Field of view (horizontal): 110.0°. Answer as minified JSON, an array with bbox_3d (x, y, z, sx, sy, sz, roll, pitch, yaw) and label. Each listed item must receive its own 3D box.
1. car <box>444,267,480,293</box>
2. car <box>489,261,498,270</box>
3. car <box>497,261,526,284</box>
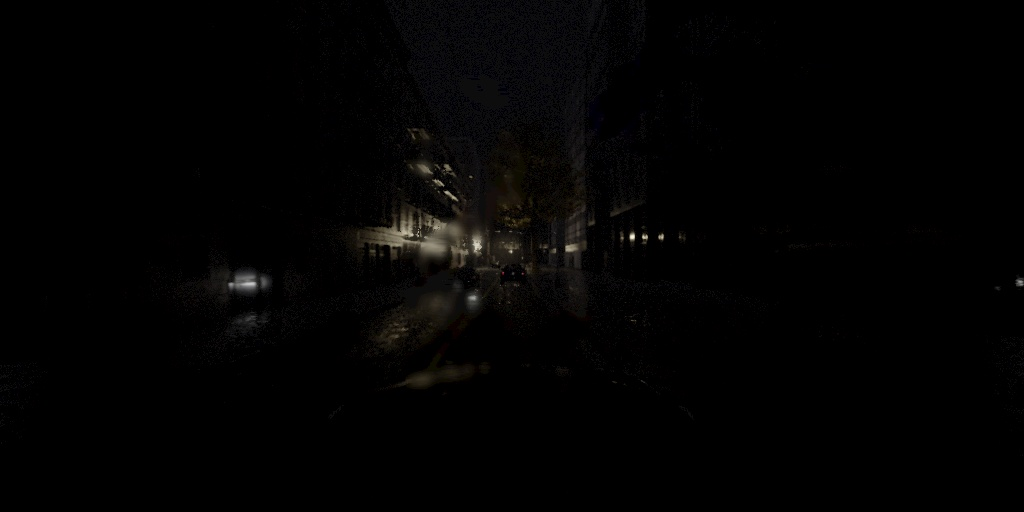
[{"bbox_3d":[-3.101,1.495,22.898,1.837,1.490,4.892,0,-1,0],"label":"car"},{"bbox_3d":[-3.004,1.638,64.480,2.128,1.511,4.902,0,0,0],"label":"car"},{"bbox_3d":[0.095,1.428,30.686,2.097,1.767,4.553,0,-1,0],"label":"car"}]
